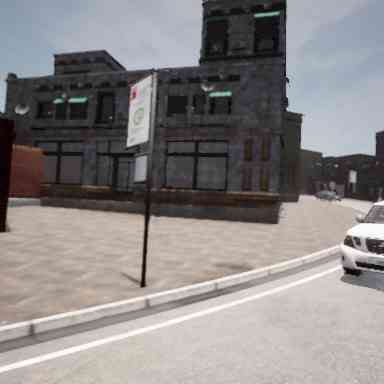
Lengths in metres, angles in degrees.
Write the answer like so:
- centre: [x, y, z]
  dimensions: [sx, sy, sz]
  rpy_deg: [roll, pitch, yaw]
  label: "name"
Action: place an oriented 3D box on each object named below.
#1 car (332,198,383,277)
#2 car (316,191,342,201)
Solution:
- centre: [6.278, 1.245, 9.641]
  dimensions: [2.150, 2.045, 5.566]
  rpy_deg: [1, 1, 44]
  label: "car"
- centre: [19.914, 0.563, 48.421]
  dimensions: [2.128, 1.511, 4.902]
  rpy_deg: [3, 2, -6]
  label: "car"
